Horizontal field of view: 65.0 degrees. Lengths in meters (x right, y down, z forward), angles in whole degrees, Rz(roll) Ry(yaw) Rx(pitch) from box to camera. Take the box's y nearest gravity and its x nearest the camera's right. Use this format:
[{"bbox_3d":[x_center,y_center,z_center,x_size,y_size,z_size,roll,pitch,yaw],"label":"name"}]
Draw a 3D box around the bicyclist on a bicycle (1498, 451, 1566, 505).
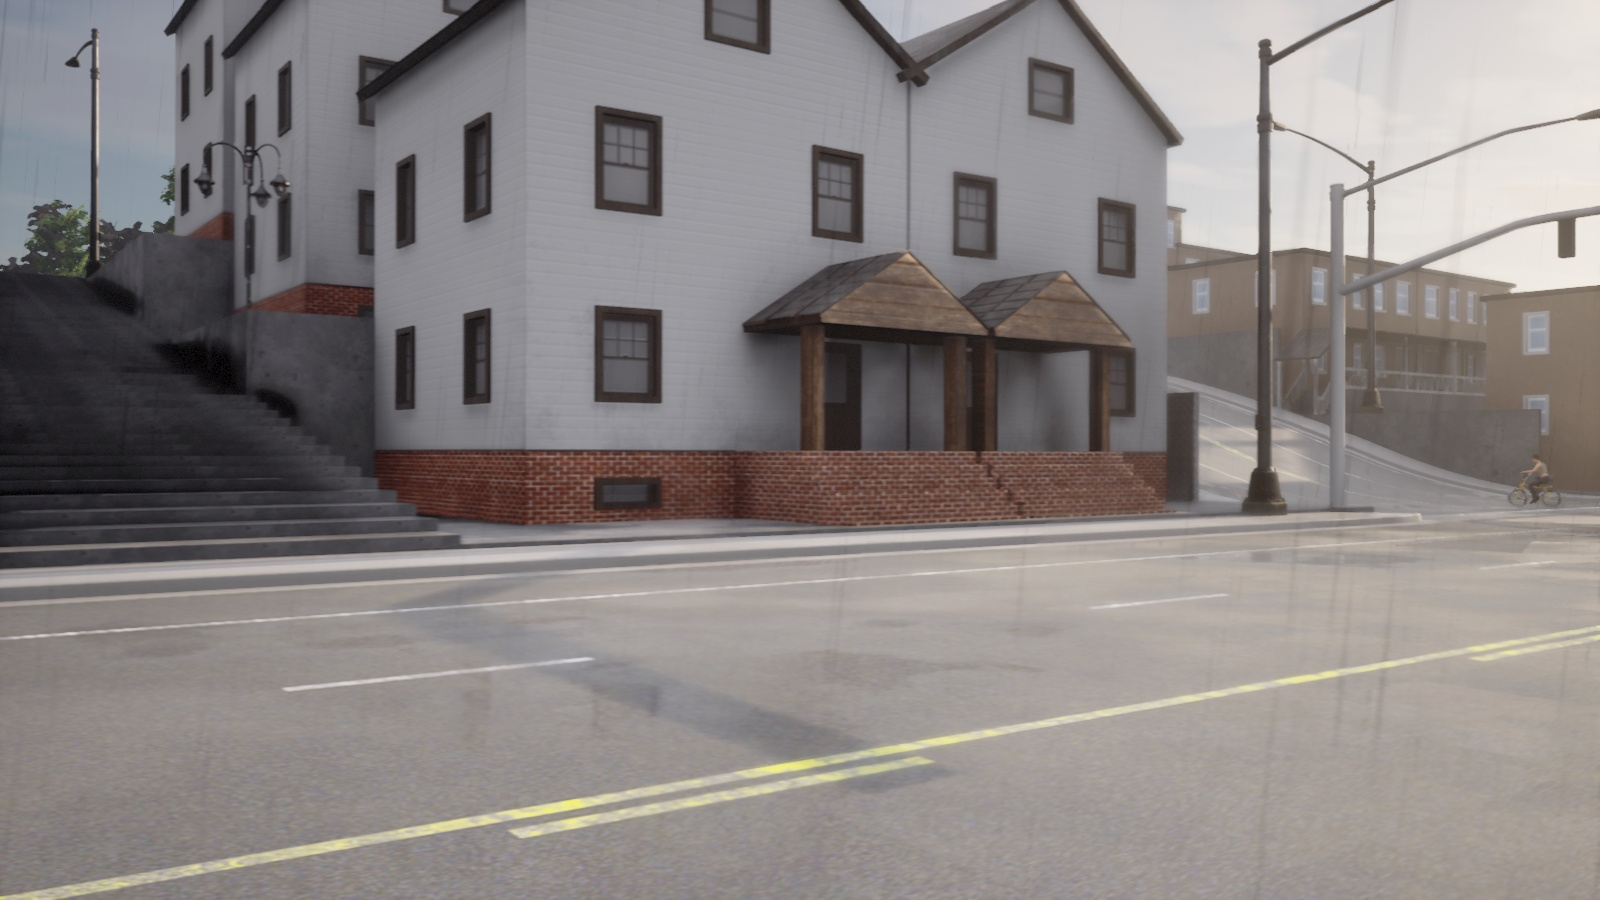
[{"bbox_3d":[22.158,0.844,38.042,0.866,1.612,1.509,0,-1,-36],"label":"bicyclist on a bicycle"}]
